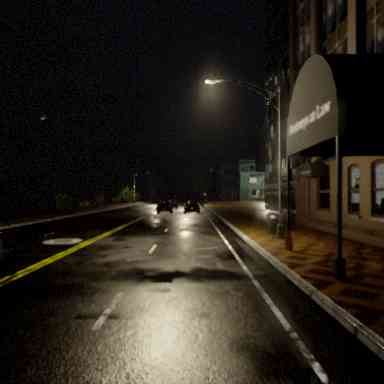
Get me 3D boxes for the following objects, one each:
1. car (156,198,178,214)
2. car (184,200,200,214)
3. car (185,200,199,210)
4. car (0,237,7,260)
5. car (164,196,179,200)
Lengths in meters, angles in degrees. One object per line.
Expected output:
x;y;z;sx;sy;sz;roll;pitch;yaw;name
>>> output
-3.248;1.816;40.355;2.128;1.511;4.902;0;0;0;car
0.003;1.891;40.771;1.994;1.385;4.181;0;0;0;car
0.004;1.954;50.773;2.033;1.411;5.357;0;0;0;car
-6.582;1.612;7.783;2.033;1.411;5.357;0;0;0;car
-3.246;1.628;50.806;2.150;2.045;5.566;0;0;0;car
